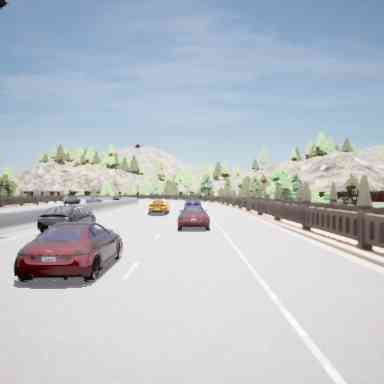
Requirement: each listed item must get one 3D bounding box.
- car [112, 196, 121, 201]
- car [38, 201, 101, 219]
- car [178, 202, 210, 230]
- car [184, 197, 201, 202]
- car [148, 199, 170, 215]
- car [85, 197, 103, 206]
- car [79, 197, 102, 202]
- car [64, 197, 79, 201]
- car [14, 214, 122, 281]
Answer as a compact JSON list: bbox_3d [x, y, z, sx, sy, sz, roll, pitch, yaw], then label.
[{"bbox_3d":[-19.937,1.763,87.748,1.895,1.301,4.718,0,0,-18],"label":"car"},{"bbox_3d":[-6.897,1.501,18.724,2.128,1.511,4.902,0,0,0],"label":"car"},{"bbox_3d":[0.103,1.577,21.451,1.994,1.385,4.181,0,0,0],"label":"car"},{"bbox_3d":[0.105,1.409,42.145,2.097,1.767,4.553,0,0,0],"label":"car"},{"bbox_3d":[-3.396,1.516,34.886,1.882,1.535,5.008,0,0,0],"label":"car"},{"bbox_3d":[-17.695,1.672,60.330,2.033,1.411,5.357,0,0,-2],"label":"car"},{"bbox_3d":[-14.054,1.639,47.354,1.994,1.385,4.181,0,0,0],"label":"car"},{"bbox_3d":[-21.175,1.597,58.959,1.882,1.535,5.008,0,0,-2],"label":"car"},{"bbox_3d":[-3.397,1.567,9.898,1.994,1.385,4.181,0,0,0],"label":"car"}]
